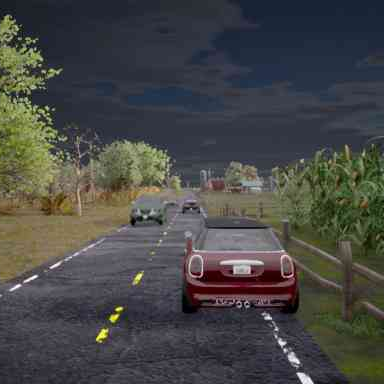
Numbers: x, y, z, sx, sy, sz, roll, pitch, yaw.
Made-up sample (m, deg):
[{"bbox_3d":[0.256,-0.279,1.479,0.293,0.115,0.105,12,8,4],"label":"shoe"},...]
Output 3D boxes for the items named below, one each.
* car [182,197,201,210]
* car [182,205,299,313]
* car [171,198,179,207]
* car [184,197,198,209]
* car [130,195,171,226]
[{"bbox_3d":[-0.072,1.483,36.000,1.837,1.490,4.892,0,0,0],"label":"car"},{"bbox_3d":[0.871,1.350,7.808,2.097,1.767,4.553,0,0,0],"label":"car"},{"bbox_3d":[-2.951,1.521,49.120,1.994,1.385,4.181,0,0,0],"label":"car"},{"bbox_3d":[-0.124,1.468,45.911,1.837,1.490,4.892,0,0,0],"label":"car"},{"bbox_3d":[-2.946,1.211,23.644,2.150,2.045,5.566,0,0,0],"label":"car"}]
